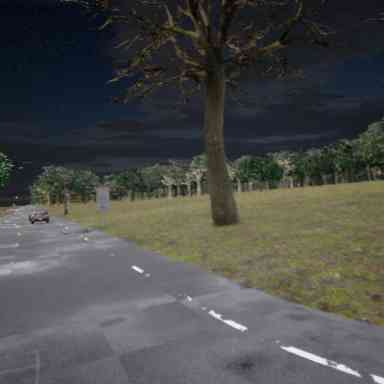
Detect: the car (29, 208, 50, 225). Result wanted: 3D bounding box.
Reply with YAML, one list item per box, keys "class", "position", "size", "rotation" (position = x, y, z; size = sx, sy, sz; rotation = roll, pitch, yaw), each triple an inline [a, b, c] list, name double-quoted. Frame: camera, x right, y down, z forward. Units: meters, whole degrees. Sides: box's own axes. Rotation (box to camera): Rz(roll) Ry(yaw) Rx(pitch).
- class: "car"
  position: [-17.067, 2.769, 37.340]
  size: [2.128, 1.511, 4.902]
  rotation: [-3, -1, -26]

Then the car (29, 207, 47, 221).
- class: "car"
  position: [-21.813, 3.114, 46.946]
  size: [2.097, 1.767, 4.553]
  rotation: [-3, -1, -26]
